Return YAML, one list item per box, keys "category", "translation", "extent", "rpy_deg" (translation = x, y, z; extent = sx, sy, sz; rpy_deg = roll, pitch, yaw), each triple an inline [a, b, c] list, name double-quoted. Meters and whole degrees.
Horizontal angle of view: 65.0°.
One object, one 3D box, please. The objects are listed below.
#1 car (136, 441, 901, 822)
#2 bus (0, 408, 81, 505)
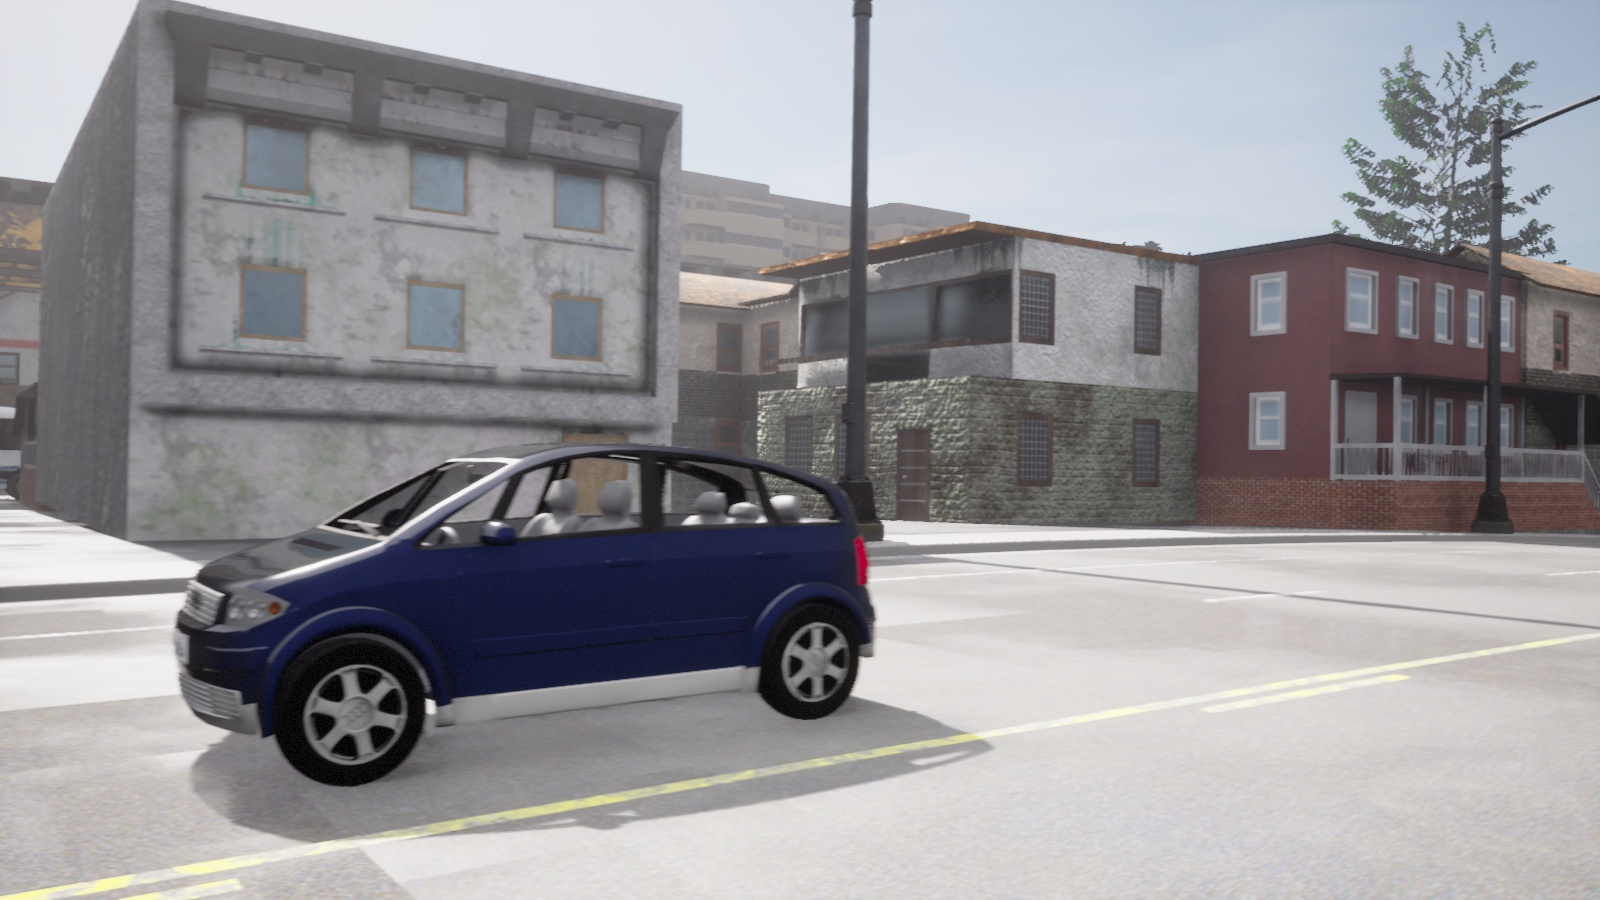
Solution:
- category: "car"
  translation: [-1.453, 0.744, 6.912]
  extent: [3.705, 1.549, 1.789]
  rpy_deg: [0, 0, -35]
- category: "bus"
  translation: [-38.012, 0.262, 55.681]
  extent: [10.273, 4.253, 3.944]
  rpy_deg: [1, -1, -35]
